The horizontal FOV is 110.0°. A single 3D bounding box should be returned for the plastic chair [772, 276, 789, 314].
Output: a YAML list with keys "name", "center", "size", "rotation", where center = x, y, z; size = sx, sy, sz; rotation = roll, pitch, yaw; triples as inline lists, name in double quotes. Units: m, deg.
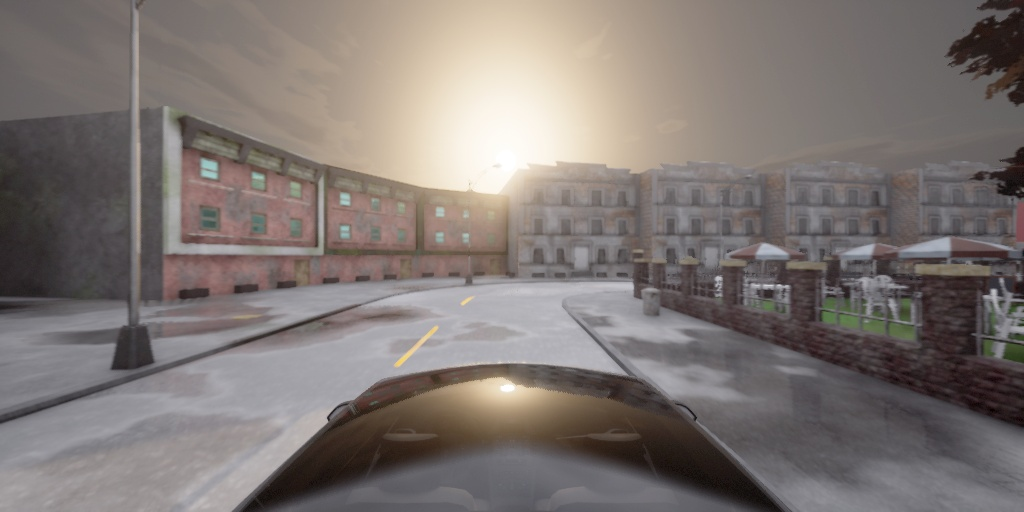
- name: "plastic chair"
  center: [9.331, 1.362, 11.894]
  size: [0.750, 1.272, 0.730]
  rotation: [0, 0, 5]

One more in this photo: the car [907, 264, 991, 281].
- name: "car"
  center: [32.281, 1.312, 26.603]
  size: [4.892, 1.490, 1.837]
  rotation: [0, 0, 0]

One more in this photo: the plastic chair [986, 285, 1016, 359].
- name: "plastic chair"
  center: [9.349, 1.256, 6.560]
  size: [0.750, 1.272, 0.730]
  rotation: [0, 0, -40]

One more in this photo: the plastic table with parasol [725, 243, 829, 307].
- name: "plastic table with parasol"
  center: [9.260, 0.762, 13.222]
  size: [2.482, 2.480, 2.482]
  rotation: [0, 0, 0]

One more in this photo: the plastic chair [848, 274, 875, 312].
- name: "plastic chair"
  center: [12.578, 1.365, 12.699]
  size: [0.730, 1.272, 0.750]
  rotation: [0, 0, -40]

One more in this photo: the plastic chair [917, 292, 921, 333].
- name: "plastic chair"
  center: [10.644, 1.290, 8.859]
  size: [0.730, 1.272, 0.750]
  rotation: [0, 0, -39]

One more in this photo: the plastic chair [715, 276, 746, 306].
- name: "plastic chair"
  center: [7.999, 1.366, 13.313]
  size: [0.730, 1.272, 0.750]
  rotation: [0, 0, 0]

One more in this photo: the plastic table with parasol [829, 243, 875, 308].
- name: "plastic table with parasol"
  center: [13.609, 0.763, 13.443]
  size: [2.482, 2.480, 2.482]
  rotation: [0, 0, -40]

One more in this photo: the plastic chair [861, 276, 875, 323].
- name: "plastic chair"
  center: [10.931, 1.337, 10.595]
  size: [0.750, 1.272, 0.730]
  rotation: [0, 0, -40]

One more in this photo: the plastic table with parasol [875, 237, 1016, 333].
- name: "plastic table with parasol"
  center: [11.665, 0.722, 9.574]
  size: [2.482, 2.480, 2.482]
  rotation: [0, 0, -40]

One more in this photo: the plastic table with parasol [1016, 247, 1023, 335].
- name: "plastic table with parasol"
  center: [10.049, 0.640, 5.525]
  size: [2.482, 2.480, 2.482]
  rotation: [0, 0, -38]
